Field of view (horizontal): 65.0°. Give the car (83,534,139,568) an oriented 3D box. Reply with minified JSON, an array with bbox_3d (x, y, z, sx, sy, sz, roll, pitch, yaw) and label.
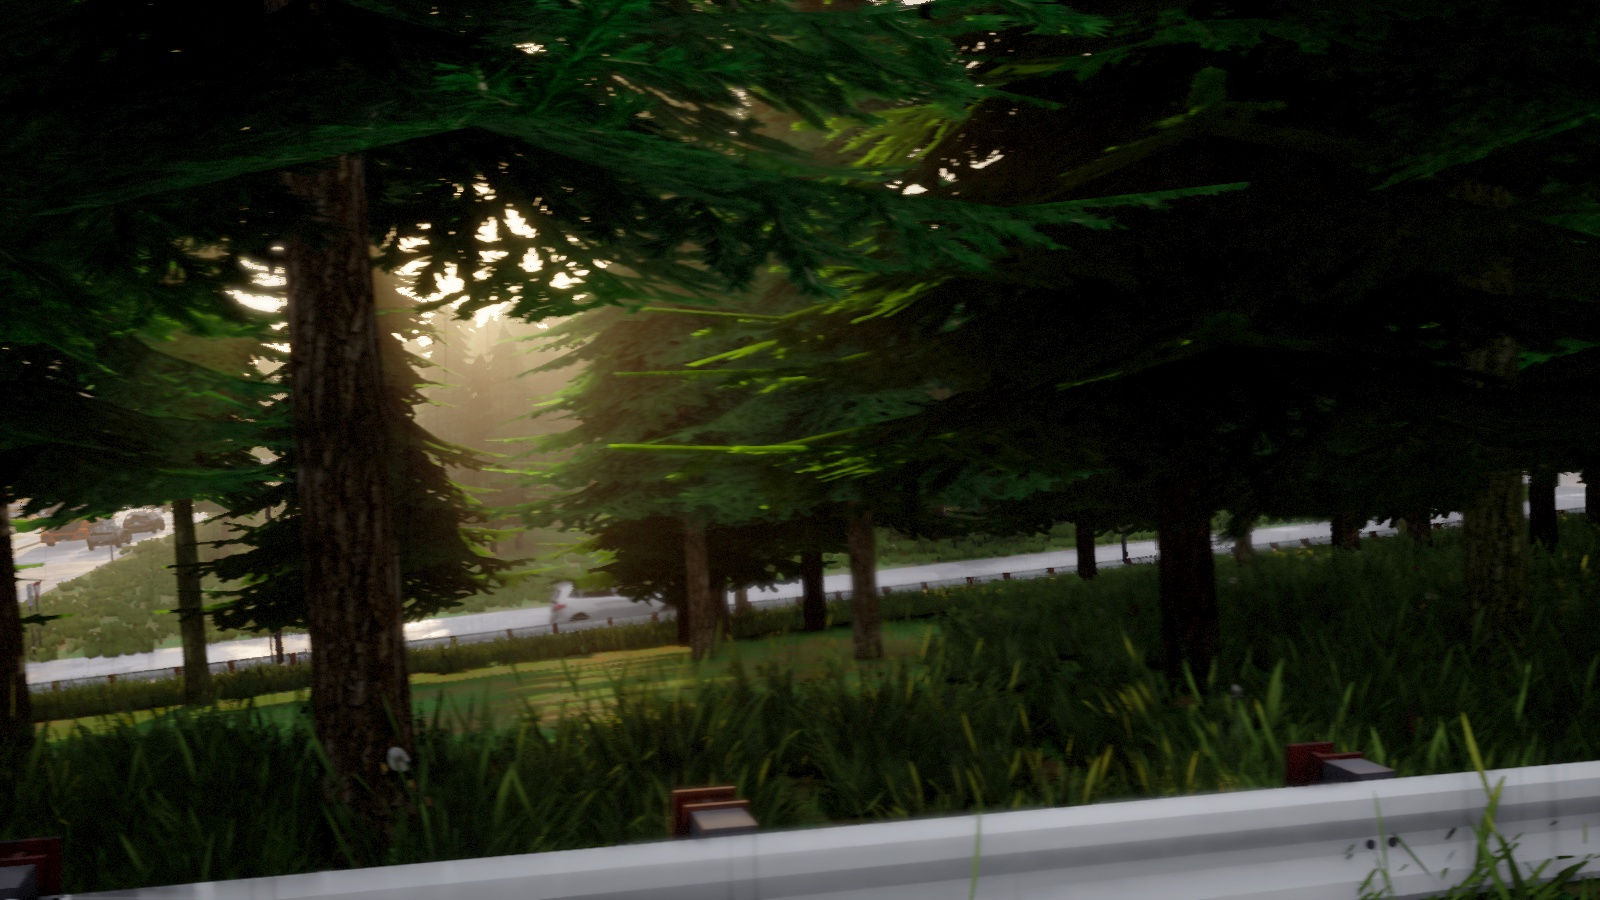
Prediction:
[{"bbox_3d":[-44.856,6.530,81.894,2.128,1.511,4.902,-6,3,-17],"label":"car"}]

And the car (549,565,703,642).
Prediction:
[{"bbox_3d":[-5.756,5.006,41.406,4.611,1.667,2.242,-6,3,-17],"label":"car"}]
